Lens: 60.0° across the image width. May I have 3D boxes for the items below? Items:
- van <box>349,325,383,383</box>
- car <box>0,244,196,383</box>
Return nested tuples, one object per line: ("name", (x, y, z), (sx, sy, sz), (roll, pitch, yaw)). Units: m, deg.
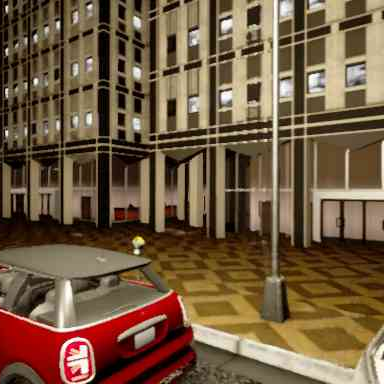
("van", (2.600, 1.352, 1.025), (3.998, 1.788, 1.690), (0, 0, 35))
("car", (-2.034, 1.414, 4.329), (4.097, 1.590, 1.967), (0, 0, 35))
